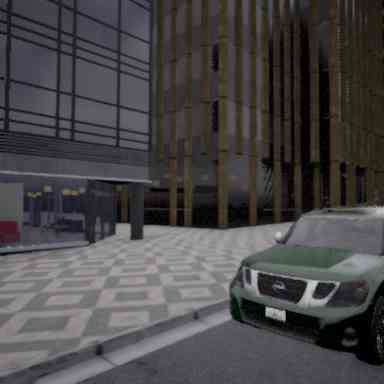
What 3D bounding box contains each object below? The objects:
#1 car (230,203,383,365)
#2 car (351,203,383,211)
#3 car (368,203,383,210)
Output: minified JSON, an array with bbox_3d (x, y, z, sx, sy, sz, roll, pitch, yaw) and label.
[{"bbox_3d":[3.104,1.345,6.491,5.566,2.045,2.150,1,-2,-44],"label":"car"},{"bbox_3d":[29.705,2.528,56.534,1.947,1.339,4.313,2,-3,-44],"label":"car"},{"bbox_3d":[35.823,2.765,62.466,2.008,1.369,4.403,2,-3,-44],"label":"car"}]
